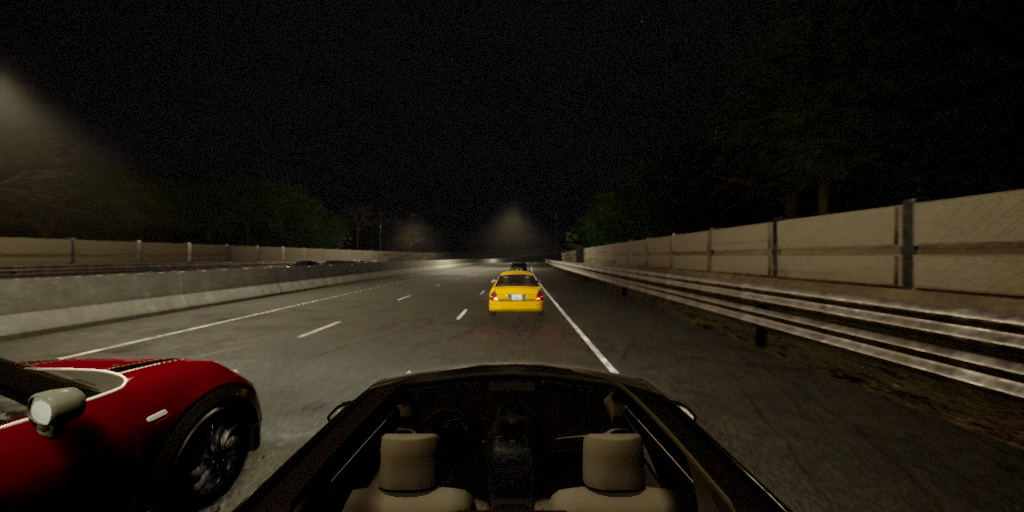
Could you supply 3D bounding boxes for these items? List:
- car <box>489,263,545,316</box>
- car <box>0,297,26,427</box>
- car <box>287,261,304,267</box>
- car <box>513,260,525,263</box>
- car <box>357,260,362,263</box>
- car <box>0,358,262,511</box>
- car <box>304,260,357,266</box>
[{"bbox_3d":[0.172,1.203,13.245,1.801,1.575,5.366,0,0,1],"label":"car"},{"bbox_3d":[-6.889,1.252,1.957,1.837,1.490,4.892,0,0,0],"label":"car"},{"bbox_3d":[-23.901,1.260,41.325,1.812,1.442,4.674,0,0,2],"label":"car"},{"bbox_3d":[0.851,1.269,42.871,2.128,1.511,4.902,0,0,2],"label":"car"},{"bbox_3d":[-20.267,1.239,44.913,2.128,1.511,4.902,0,0,2],"label":"car"},{"bbox_3d":[-3.389,1.102,1.475,2.097,1.767,4.553,0,0,0],"label":"car"},{"bbox_3d":[-17.130,1.213,34.096,1.882,1.535,5.008,0,0,2],"label":"car"}]
